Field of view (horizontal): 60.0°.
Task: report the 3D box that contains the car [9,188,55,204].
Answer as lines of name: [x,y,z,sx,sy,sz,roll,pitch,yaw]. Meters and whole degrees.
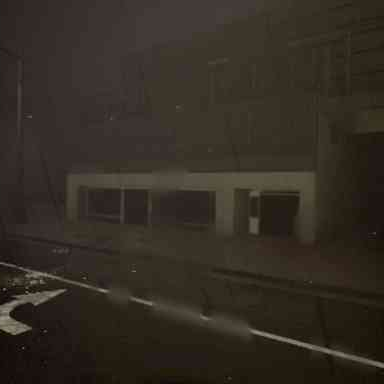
car: [-20.902,0.457,43.739,2.150,2.045,5.566,2,1,36]
